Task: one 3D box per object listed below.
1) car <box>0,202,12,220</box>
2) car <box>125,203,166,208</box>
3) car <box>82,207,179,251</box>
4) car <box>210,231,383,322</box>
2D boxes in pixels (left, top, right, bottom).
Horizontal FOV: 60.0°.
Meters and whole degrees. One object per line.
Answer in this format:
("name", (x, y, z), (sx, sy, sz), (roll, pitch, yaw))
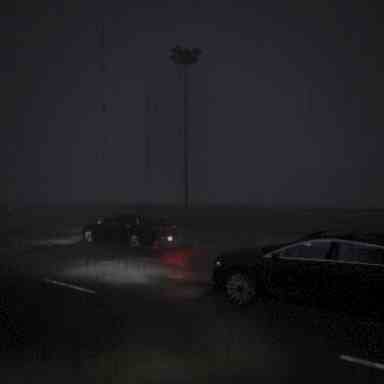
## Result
("car", (-18.255, 1.608, 29.900), (4.553, 1.767, 2.097), (-1, 0, 35))
("car", (-3.155, 1.461, 19.136), (4.553, 1.767, 2.097), (-1, 0, 35))
("car", (-2.838, 1.592, 14.610), (4.892, 1.490, 1.837), (0, 0, 35))
("car", (2.660, 1.505, 6.392), (4.902, 1.511, 2.128), (0, 0, 35))
